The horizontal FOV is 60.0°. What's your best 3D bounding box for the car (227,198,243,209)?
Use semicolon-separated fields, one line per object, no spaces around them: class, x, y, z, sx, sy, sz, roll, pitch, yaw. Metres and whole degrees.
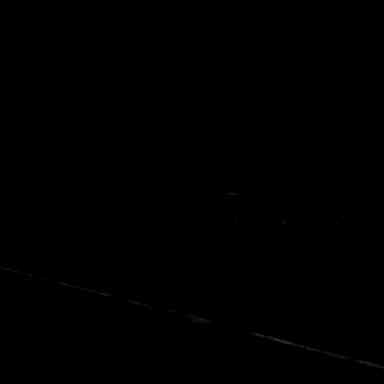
car;6.352;1.657;49.041;2.128;1.511;4.902;0;0;37
